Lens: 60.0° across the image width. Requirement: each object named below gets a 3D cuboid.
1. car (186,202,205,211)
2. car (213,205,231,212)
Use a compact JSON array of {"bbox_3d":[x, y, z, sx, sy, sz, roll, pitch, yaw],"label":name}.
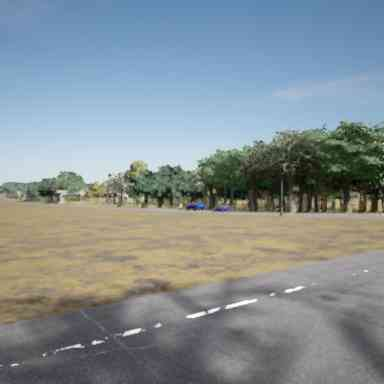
[{"bbox_3d":[0.838,3.337,78.544,2.150,2.045,5.566,1,-2,-33],"label":"car"},{"bbox_3d":[6.337,3.497,70.134,1.812,1.442,4.674,1,-2,-33],"label":"car"}]
